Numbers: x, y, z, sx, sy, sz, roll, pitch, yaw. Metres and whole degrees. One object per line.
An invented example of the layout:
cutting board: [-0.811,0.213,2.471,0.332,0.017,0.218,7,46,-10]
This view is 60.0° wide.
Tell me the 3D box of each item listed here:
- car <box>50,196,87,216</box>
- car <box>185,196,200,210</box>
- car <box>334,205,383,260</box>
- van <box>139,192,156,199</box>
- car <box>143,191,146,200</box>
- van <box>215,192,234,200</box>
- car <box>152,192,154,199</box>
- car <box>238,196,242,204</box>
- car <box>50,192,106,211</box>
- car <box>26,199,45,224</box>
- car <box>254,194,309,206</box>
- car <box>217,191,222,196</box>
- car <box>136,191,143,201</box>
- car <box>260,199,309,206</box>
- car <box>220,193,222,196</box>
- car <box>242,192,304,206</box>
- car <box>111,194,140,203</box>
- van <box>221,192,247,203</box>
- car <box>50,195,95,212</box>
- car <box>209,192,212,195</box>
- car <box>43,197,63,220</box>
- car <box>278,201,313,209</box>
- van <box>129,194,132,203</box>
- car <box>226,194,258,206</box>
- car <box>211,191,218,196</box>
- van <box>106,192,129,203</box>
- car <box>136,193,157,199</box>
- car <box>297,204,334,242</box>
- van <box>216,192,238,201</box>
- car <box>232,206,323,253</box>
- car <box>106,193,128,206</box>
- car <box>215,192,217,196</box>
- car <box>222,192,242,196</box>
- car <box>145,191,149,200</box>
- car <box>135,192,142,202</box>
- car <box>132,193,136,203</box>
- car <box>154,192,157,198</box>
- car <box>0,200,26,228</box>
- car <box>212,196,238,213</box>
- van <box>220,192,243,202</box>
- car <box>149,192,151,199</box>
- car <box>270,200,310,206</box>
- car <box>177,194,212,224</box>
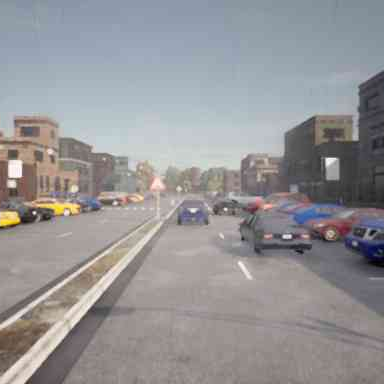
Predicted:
car: [-12.641,1.353,30.194,5.008,1.535,2.097,0,0,0]
car: [0.058,1.338,41.803,1.882,1.535,5.008,0,0,0]
car: [7.602,1.181,9.883,5.566,2.045,2.435,0,0,0]
van: [-12.534,0.873,94.117,4.442,1.987,1.878,0,0,0]
car: [-12.641,1.175,69.109,5.008,1.535,2.097,0,0,0]
van: [7.677,0.931,78.823,4.442,1.987,1.878,0,0,0]
car: [-12.642,1.122,83.001,4.892,1.521,2.231,0,0,0]
car: [7.576,1.395,34.702,4.792,1.488,2.163,0,0,0]
car: [-12.609,1.080,35.752,5.566,2.045,2.435,0,0,0]
car: [-12.678,1.414,21.864,4.792,1.488,2.163,0,0,0]
car: [7.582,1.262,26.428,4.553,1.767,2.185,0,0,0]
car: [7.611,1.017,56.764,5.566,2.045,2.435,0,0,0]
car: [-12.676,1.062,66.326,4.553,1.767,2.185,0,0,0]
car: [7.613,1.434,23.801,4.674,1.452,2.002,0,0,0]
car: [7.580,1.283,53.882,5.008,1.535,2.097,0,0,0]
car: [7.582,1.129,29.185,5.566,2.045,2.435,0,0,0]
car: [-12.638,1.202,63.548,5.008,1.535,2.097,0,0,0]
van: [7.463,1.027,59.522,4.442,1.987,1.878,0,0,0]
car: [-12.630,1.343,32.974,4.892,1.521,2.231,0,0,0]
car: [7.586,0.895,81.581,5.566,2.045,2.435,0,0,0]
car: [-12.647,1.374,24.519,5.008,1.535,2.097,0,0,0]
car: [7.616,1.406,18.156,5.008,1.535,2.097,0,0,0]
van: [-12.758,1.018,55.209,4.442,1.987,1.878,0,0,0]
car: [7.619,1.172,51.125,4.553,1.767,2.185,0,0,0]
car: [7.383,1.190,70.552,5.366,1.575,1.946,0,0,0]
van: [-12.758,1.031,52.430,4.442,1.987,1.878,0,0,0]
car: [-12.465,1.100,91.338,5.366,1.575,1.946,0,0,0]
car: [7.627,1.454,15.398,4.674,1.452,2.002,0,0,0]
van: [7.683,0.953,73.310,4.442,1.987,1.878,0,0,0]
car: [3.087,1.488,13.331,2.033,1.411,5.357,0,0,0]
car: [-12.634,1.272,49.651,4.892,1.521,2.231,0,0,0]
car: [7.569,1.247,67.795,4.674,1.452,2.002,0,0,0]
car: [7.619,1.060,48.489,5.566,2.045,2.435,0,0,0]
car: [-12.615,1.024,74.663,4.553,1.767,2.185,0,0,0]
car: [-12.458,1.213,60.769,5.366,1.575,1.946,0,0,0]
car: [-12.645,1.271,57.990,4.674,1.452,2.002,0,0,0]
car: [-12.621,0.856,88.559,5.566,2.045,2.435,0,0,0]
car: [-12.843,1.391,19.086,5.366,1.575,1.946,0,0,0]
car: [3.060,1.371,32.803,1.837,1.490,4.892,-1,-1,0]
van: [7.691,0.996,65.038,4.442,1.987,1.878,0,0,0]
car: [-12.616,1.014,77.443,4.553,1.767,2.185,0,0,0]
car: [7.617,1.440,20.913,4.674,1.452,2.002,0,0,0]
car: [0.076,1.265,23.868,2.097,1.767,4.553,0,0,0]
